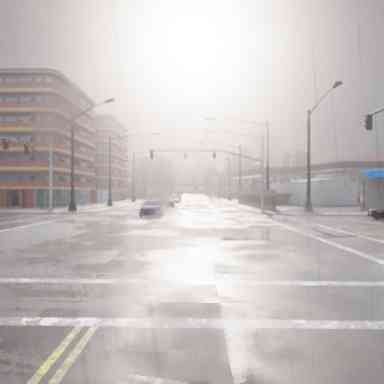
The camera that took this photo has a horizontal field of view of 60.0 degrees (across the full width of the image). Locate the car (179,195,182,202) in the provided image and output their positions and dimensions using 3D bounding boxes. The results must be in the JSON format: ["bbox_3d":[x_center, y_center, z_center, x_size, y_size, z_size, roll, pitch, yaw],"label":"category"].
[{"bbox_3d":[-3.447,1.500,64.304,1.812,1.442,4.674,0,0,0],"label":"car"}]

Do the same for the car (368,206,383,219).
[{"bbox_3d":[16.644,1.494,26.495,4.892,1.490,1.837,0,0,0],"label":"car"}]

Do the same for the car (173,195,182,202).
[{"bbox_3d":[-3.393,1.437,78.285,1.882,1.535,5.008,0,0,0],"label":"car"}]

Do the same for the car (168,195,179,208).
[{"bbox_3d":[-3.519,1.472,48.843,2.128,1.511,4.902,0,0,0],"label":"car"}]

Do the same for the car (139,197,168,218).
[{"bbox_3d":[-3.553,1.434,30.053,1.882,1.535,5.008,0,0,0],"label":"car"}]
